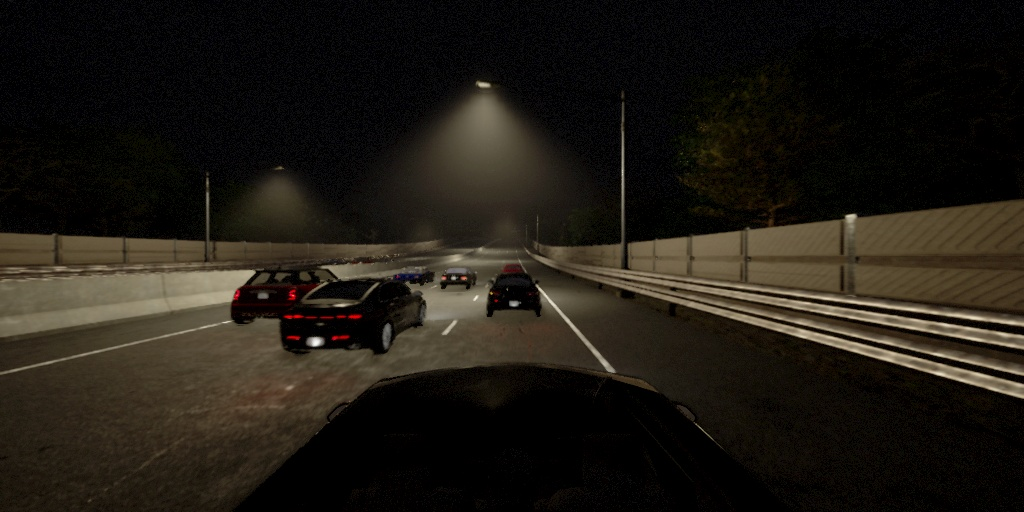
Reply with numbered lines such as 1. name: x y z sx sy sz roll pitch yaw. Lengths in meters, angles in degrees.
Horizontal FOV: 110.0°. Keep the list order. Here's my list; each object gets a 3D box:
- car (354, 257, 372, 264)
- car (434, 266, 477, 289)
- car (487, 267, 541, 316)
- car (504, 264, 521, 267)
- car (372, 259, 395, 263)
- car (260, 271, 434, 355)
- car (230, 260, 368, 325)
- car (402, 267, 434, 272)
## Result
1. car: -21.079 0.966 49.917 2.097 1.767 4.553 0 1 0
2. car: -3.458 1.371 23.892 2.033 1.411 5.357 0 0 0
3. car: 0.072 1.317 13.452 1.812 1.442 4.674 0 0 0
4. car: 0.074 1.350 28.516 1.812 1.442 4.674 0 0 0
5. car: -17.579 1.164 50.636 1.994 1.385 4.181 0 1 0
6. car: -3.454 1.280 8.755 1.837 1.490 4.892 0 0 0
7. car: -6.932 1.139 12.125 2.097 1.767 4.553 0 0 0
8. car: -6.940 1.426 26.159 1.895 1.301 4.718 0 0 0
